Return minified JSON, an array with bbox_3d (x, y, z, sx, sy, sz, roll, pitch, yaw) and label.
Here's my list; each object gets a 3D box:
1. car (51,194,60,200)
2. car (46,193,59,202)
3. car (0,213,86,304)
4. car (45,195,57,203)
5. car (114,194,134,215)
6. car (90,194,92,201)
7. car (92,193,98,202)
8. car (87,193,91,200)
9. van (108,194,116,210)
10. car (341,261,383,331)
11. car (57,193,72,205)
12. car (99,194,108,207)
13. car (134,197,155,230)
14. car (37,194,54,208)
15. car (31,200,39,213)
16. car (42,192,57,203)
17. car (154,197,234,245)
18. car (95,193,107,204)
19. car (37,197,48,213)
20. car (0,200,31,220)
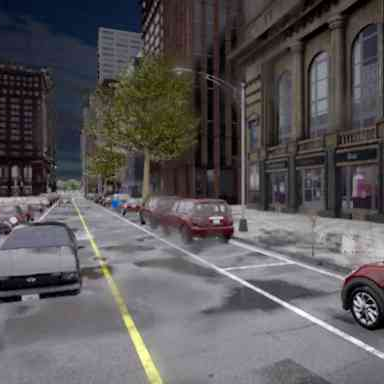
[{"bbox_3d":[-35.292,1.282,86.093,1.947,1.339,4.313,-1,0,-20],"label":"car"},{"bbox_3d":[-29.421,1.060,70.227,2.192,1.841,5.009,0,0,-20],"label":"car"},{"bbox_3d":[-3.825,1.502,8.483,2.033,1.411,5.357,0,0,-20],"label":"car"},{"bbox_3d":[-27.462,1.323,64.941,1.947,1.339,4.313,0,0,-20],"label":"car"},{"bbox_3d":[-5.760,1.262,30.871,1.967,1.590,4.097,0,0,-20],"label":"car"},{"bbox_3d":[-17.507,1.260,62.604,1.887,1.381,4.507,0,0,-20],"label":"car"},{"bbox_3d":[-15.550,1.043,57.314,2.192,1.841,5.009,0,0,-20],"label":"car"},{"bbox_3d":[-21.422,1.257,73.181,1.947,1.339,4.313,-1,0,-20],"label":"car"},{"bbox_3d":[-7.719,1.139,36.159,1.690,1.788,3.998,0,0,-20],"label":"van"},{"bbox_3d":[4.028,1.390,4.427,1.967,1.590,4.097,0,0,-20],"label":"car"},{"bbox_3d":[-19.667,1.265,51.567,2.128,1.511,4.902,0,0,-20],"label":"car"},{"bbox_3d":[-11.634,1.337,46.738,1.802,1.307,4.206,0,0,-20],"label":"car"},{"bbox_3d":[-1.846,1.185,20.292,2.192,1.841,5.009,0,0,-20],"label":"car"},{"bbox_3d":[-19.574,1.335,43.629,1.752,1.417,4.829,0,0,-20],"label":"car"},{"bbox_3d":[-11.802,1.445,22.636,1.887,1.381,4.507,0,0,-20],"label":"car"},{"bbox_3d":[-21.591,1.110,49.074,2.192,1.841,5.009,0,0,-20],"label":"car"},{"bbox_3d":[0.112,1.210,15.004,2.192,1.841,5.009,0,0,-20],"label":"car"},{"bbox_3d":[-13.591,1.306,52.025,1.947,1.339,4.313,0,0,-20],"label":"car"},{"bbox_3d":[-15.717,1.434,33.213,1.802,1.307,4.206,0,0,-20],"label":"car"},{"bbox_3d":[-9.845,1.364,17.347,1.967,1.590,4.097,0,0,-20],"label":"car"}]
